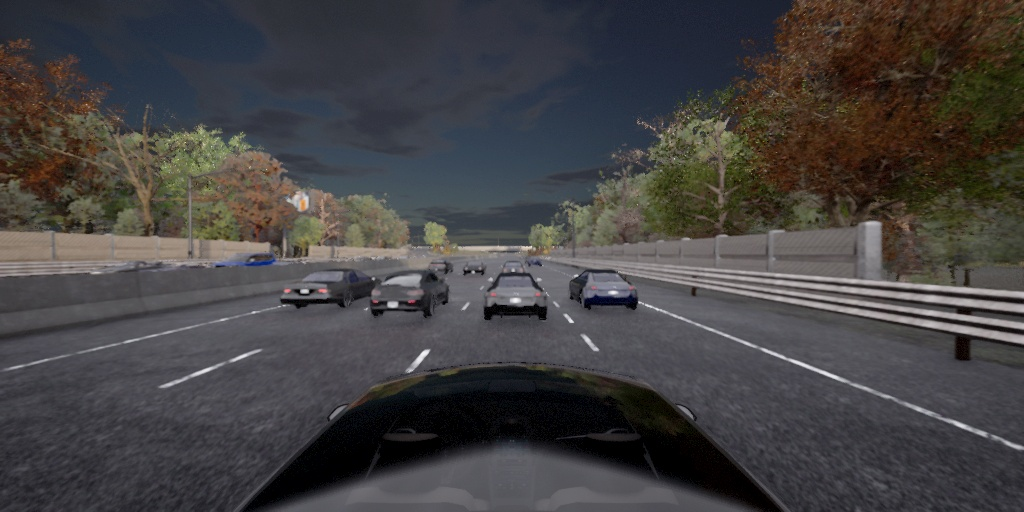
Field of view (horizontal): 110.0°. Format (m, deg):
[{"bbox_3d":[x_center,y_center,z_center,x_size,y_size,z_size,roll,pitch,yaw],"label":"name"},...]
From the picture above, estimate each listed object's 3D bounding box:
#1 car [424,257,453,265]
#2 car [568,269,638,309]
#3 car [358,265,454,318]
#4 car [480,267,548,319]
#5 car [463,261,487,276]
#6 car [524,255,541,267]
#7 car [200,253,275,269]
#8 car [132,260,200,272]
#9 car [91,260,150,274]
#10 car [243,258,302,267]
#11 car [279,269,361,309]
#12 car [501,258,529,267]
[{"bbox_3d":[-6.908,1.014,35.161,2.128,1.511,4.902,0,0,0],"label":"car"},{"bbox_3d":[3.498,1.223,14.394,1.994,1.385,4.181,0,0,0],"label":"car"},{"bbox_3d":[-3.402,1.201,12.539,1.812,1.442,4.674,0,0,0],"label":"car"},{"bbox_3d":[0.101,1.240,12.358,1.994,1.385,4.181,0,0,0],"label":"car"},{"bbox_3d":[-3.407,1.132,33.829,1.895,1.301,4.718,0,0,0],"label":"car"},{"bbox_3d":[3.485,0.729,56.993,2.097,1.767,4.553,0,0,0],"label":"car"},{"bbox_3d":[-21.105,0.788,28.477,2.150,2.045,5.566,0,0,0],"label":"car"},{"bbox_3d":[-24.605,1.179,26.615,1.895,1.301,4.718,0,0,0],"label":"car"},{"bbox_3d":[-28.103,1.069,26.716,2.128,1.511,4.902,0,0,0],"label":"car"},{"bbox_3d":[-17.607,1.118,27.750,2.033,1.411,5.357,0,0,0],"label":"car"},{"bbox_3d":[-6.905,1.209,14.453,2.033,1.411,5.357,0,0,0],"label":"car"},{"bbox_3d":[0.092,1.108,29.471,2.033,1.411,5.357,0,0,0],"label":"car"}]
